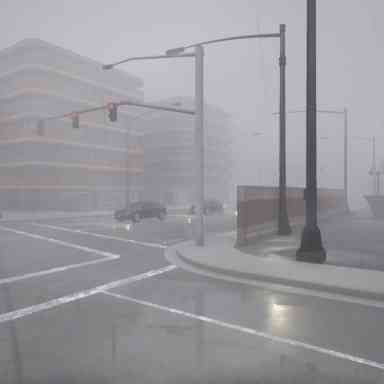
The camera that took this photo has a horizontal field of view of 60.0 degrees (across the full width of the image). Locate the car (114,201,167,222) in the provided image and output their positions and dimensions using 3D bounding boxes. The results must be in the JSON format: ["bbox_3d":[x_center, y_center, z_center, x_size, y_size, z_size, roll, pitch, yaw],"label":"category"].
[{"bbox_3d":[-3.961,1.505,26.320,1.837,1.490,4.892,0,0,35],"label":"car"}]

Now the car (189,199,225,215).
[{"bbox_3d":[1.627,1.505,34.444,1.837,1.490,4.892,0,0,35],"label":"car"}]
